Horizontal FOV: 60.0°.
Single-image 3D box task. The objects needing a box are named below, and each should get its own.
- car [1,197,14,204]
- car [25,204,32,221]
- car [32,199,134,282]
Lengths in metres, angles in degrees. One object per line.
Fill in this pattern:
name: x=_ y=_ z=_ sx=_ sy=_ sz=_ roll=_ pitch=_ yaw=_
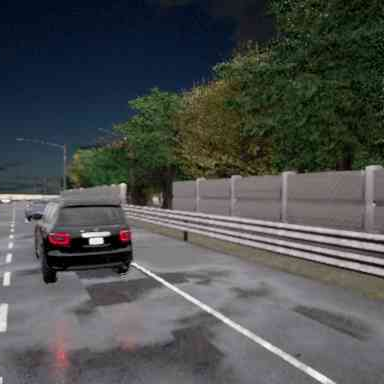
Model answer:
car: x=-39.669 y=1.873 z=71.040 sx=1.895 sy=1.301 sz=4.718 roll=0 pitch=-1 yaw=-28
car: x=-12.352 y=1.532 z=26.958 sx=1.994 sy=1.385 sz=4.181 roll=0 pitch=0 yaw=-28
car: x=-3.485 y=1.233 z=10.144 sx=2.150 sy=2.045 sz=5.566 roll=0 pitch=0 yaw=-28
